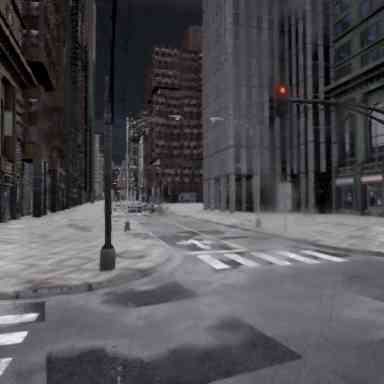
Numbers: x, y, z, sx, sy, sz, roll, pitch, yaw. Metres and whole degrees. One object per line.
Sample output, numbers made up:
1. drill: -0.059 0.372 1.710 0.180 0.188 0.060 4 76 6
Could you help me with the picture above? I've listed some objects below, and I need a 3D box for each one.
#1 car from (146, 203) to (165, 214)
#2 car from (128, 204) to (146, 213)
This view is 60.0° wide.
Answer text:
1. car: -5.482 2.545 51.061 1.812 1.442 4.674 0 -1 -14
2. car: -9.108 2.612 52.950 2.033 1.411 5.357 0 -1 -15
